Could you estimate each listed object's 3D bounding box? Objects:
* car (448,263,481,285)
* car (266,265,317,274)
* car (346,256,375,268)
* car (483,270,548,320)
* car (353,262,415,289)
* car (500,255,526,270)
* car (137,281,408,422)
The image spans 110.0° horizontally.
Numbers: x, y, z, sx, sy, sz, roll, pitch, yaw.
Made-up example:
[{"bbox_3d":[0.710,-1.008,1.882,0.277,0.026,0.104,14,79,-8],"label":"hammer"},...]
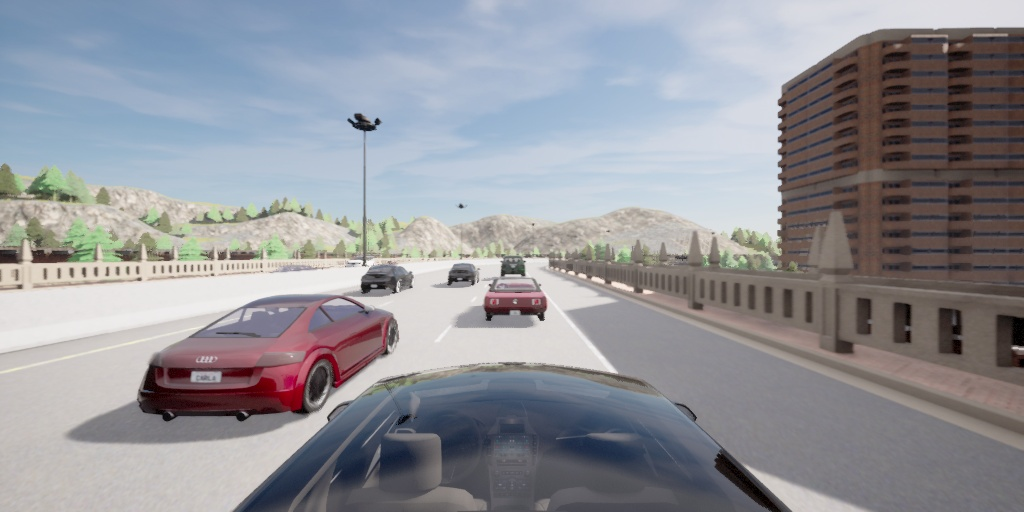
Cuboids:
[{"bbox_3d":[-3.402,1.256,25.771,1.837,1.490,4.892,0,0,0],"label":"car"},{"bbox_3d":[-14.087,1.298,23.068,2.033,1.411,5.357,0,0,0],"label":"car"},{"bbox_3d":[-21.012,0.977,50.104,2.150,2.045,5.566,0,0,0],"label":"car"},{"bbox_3d":[0.099,1.351,12.550,1.895,1.301,4.718,0,0,0],"label":"car"},{"bbox_3d":[-6.903,1.255,20.341,1.837,1.490,4.892,0,0,0],"label":"car"},{"bbox_3d":[0.097,0.973,32.326,2.150,2.045,5.566,0,0,0],"label":"car"},{"bbox_3d":[-3.401,1.314,5.993,1.994,1.385,4.181,0,0,0],"label":"car"}]
